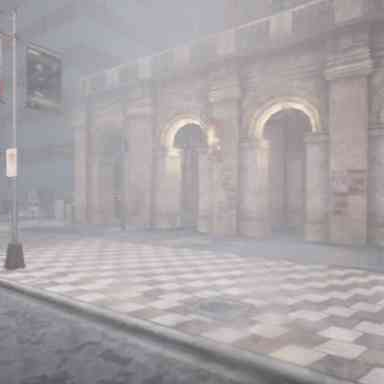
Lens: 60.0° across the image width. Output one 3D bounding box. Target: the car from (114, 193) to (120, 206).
[{"bbox_3d":[-7.573,1.137,31.152,5.566,2.045,2.435,0,0,36],"label":"car"}]
